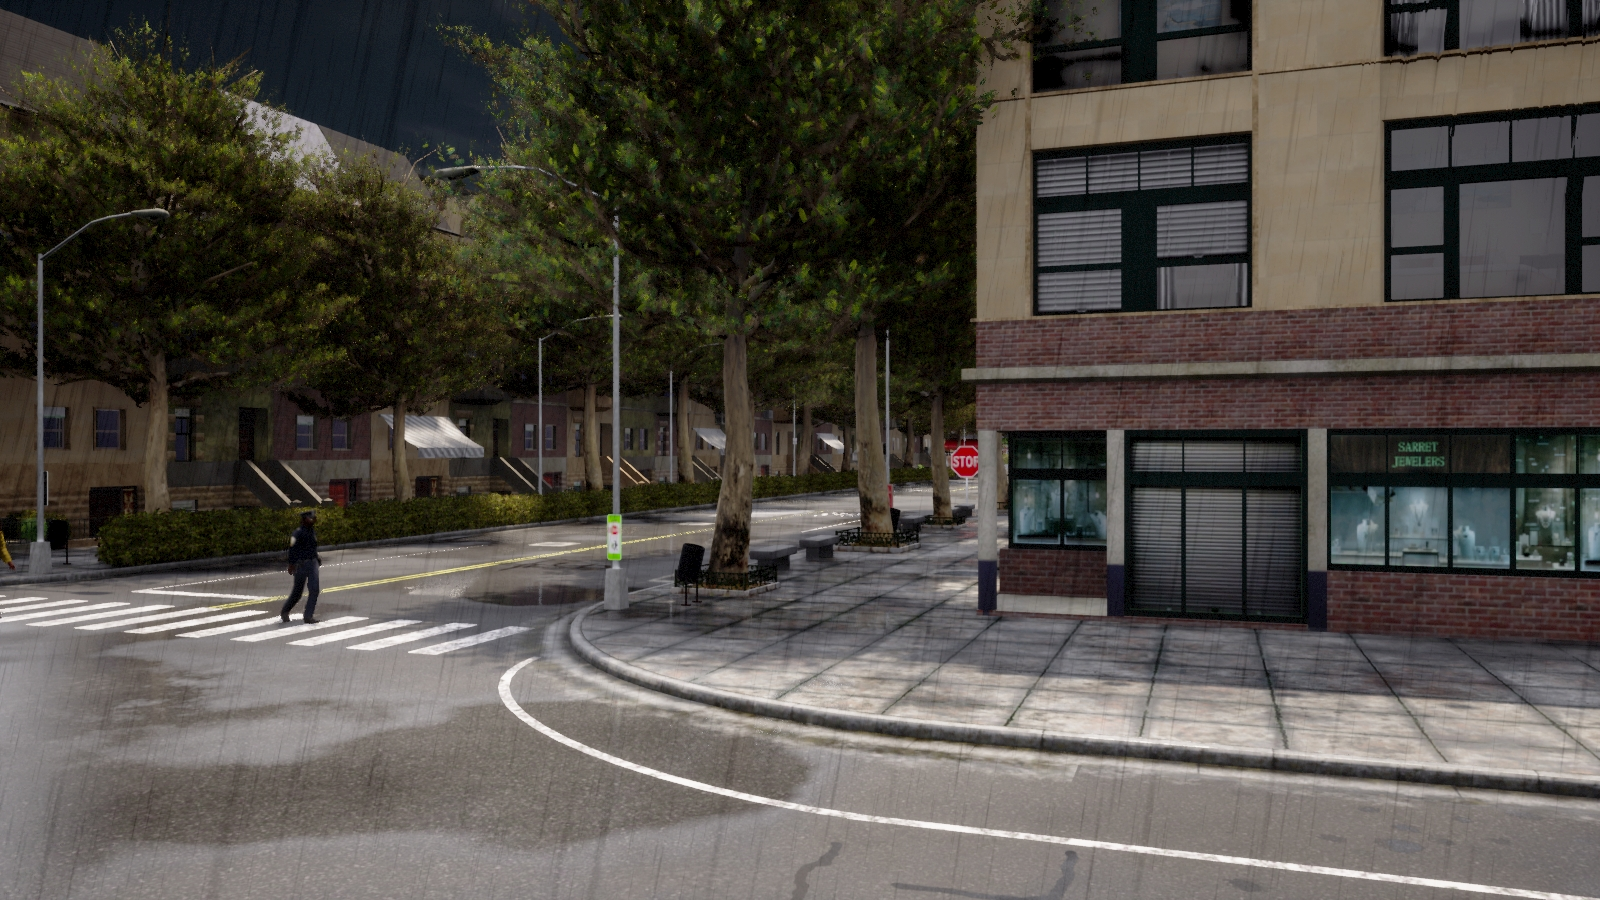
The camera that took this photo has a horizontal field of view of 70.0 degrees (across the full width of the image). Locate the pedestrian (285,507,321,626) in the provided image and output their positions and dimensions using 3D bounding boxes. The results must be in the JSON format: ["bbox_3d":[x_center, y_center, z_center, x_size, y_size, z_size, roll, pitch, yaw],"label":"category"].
[{"bbox_3d":[-7.992,1.854,18.370,0.375,1.860,0.375,0,0,26],"label":"pedestrian"}]
